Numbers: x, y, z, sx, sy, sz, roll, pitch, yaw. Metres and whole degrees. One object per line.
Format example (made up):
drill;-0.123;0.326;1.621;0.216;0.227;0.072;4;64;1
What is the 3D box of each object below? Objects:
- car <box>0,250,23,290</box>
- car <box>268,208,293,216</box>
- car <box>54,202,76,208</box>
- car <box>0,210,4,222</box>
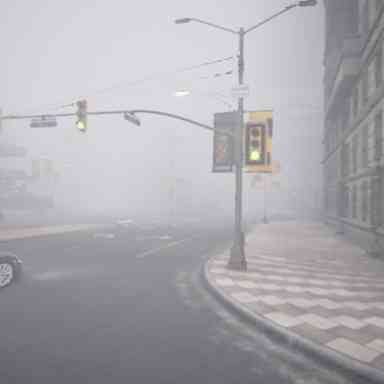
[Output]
car;-5.823;1.628;6.920;1.837;1.490;4.892;1;-3;16
car;14.799;3.373;55.793;4.674;1.442;1.812;3;-2;-29
car;-27.407;2.801;71.014;4.718;1.301;1.895;1;-2;17
car;-16.370;1.741;24.501;1.882;1.535;5.008;1;-2;17
